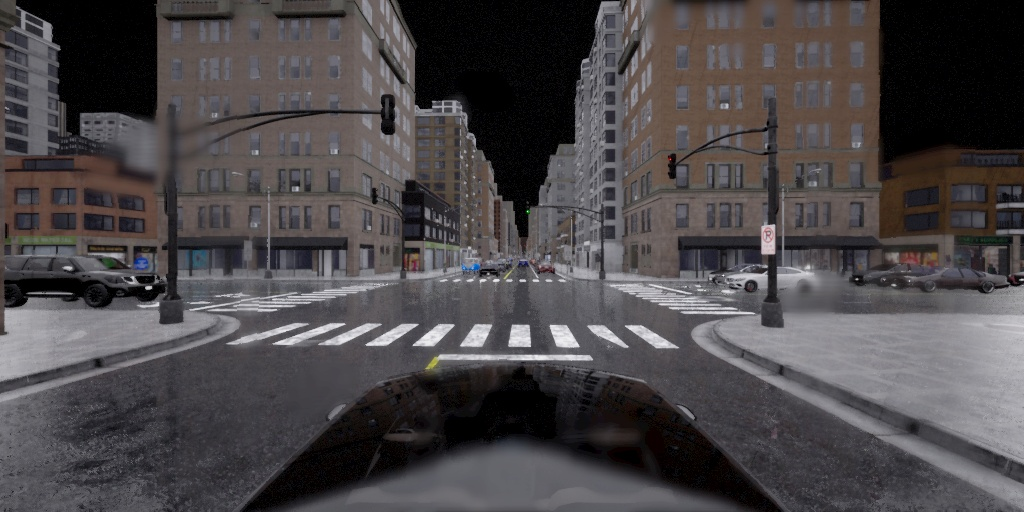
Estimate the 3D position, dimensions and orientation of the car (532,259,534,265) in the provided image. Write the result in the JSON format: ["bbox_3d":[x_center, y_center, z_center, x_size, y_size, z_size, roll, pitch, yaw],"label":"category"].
[{"bbox_3d":[4.002,1.341,46.350,1.948,1.339,4.313,0,0,2],"label":"car"}]

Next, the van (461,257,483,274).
[{"bbox_3d":[-4.707,1.111,41.113,1.690,1.789,3.998,0,0,2],"label":"van"}]

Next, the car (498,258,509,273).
[{"bbox_3d":[-1.812,1.338,44.877,1.994,1.385,4.181,0,0,3],"label":"car"}]

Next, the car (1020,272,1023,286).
[{"bbox_3d":[35.046,1.360,23.176,4.181,1.385,1.994,0,0,2],"label":"car"}]

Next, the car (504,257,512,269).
[{"bbox_3d":[-1.488,1.136,54.515,2.097,1.767,4.553,0,0,2],"label":"car"}]

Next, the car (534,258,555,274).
[{"bbox_3d":[3.814,1.210,40.828,1.967,1.591,4.097,0,0,2],"label":"car"}]

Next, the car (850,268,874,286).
[{"bbox_3d":[25.063,1.284,23.470,4.892,1.490,1.837,0,0,2],"label":"car"}]

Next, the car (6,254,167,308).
[{"bbox_3d":[-17.665,0.956,14.720,5.566,2.045,2.150,0,0,0],"label":"car"}]

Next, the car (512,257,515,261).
[{"bbox_3d":[-1.114,1.146,64.498,2.097,1.767,4.553,0,0,3],"label":"car"}]

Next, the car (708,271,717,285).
[{"bbox_3d":[15.646,1.257,23.739,4.902,1.511,2.128,0,0,2],"label":"car"}]

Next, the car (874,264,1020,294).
[{"bbox_3d":[24.356,1.326,20.238,5.357,1.411,2.033,0,0,2],"label":"car"}]

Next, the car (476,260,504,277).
[{"bbox_3d":[-2.142,1.365,35.794,1.895,1.301,4.718,0,0,2],"label":"car"}]

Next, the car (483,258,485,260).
[{"bbox_3d":[-4.519,1.090,46.633,2.192,1.841,5.009,0,0,2],"label":"car"}]

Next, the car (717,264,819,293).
[{"bbox_3d":[14.769,1.291,20.511,4.674,1.442,1.812,0,0,3],"label":"car"}]
